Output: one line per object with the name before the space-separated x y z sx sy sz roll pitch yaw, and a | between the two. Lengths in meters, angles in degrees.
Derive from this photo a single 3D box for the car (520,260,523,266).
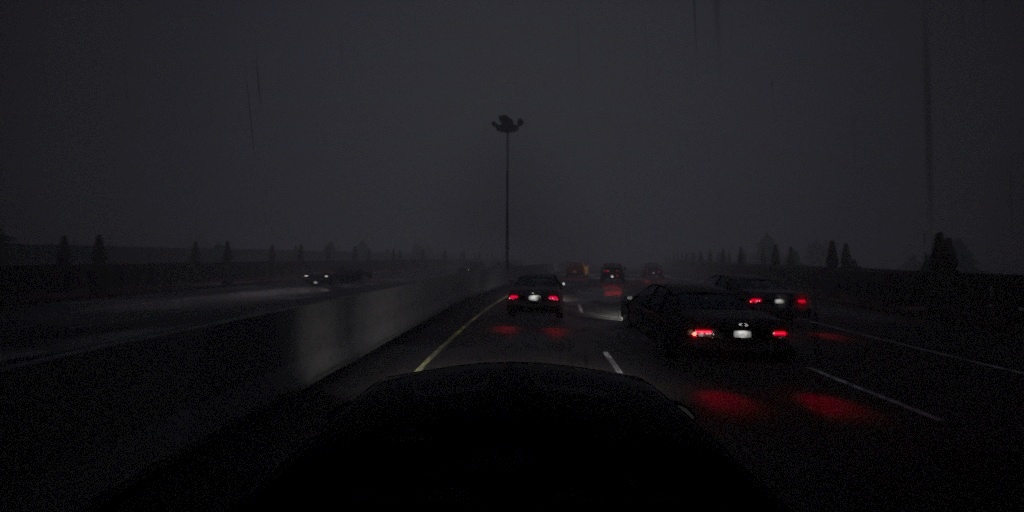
car | 0.580 1.323 63.602 1.837 1.490 4.892 0 0 18

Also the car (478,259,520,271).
car | -1.175 1.260 35.254 2.128 1.511 4.902 0 0 17

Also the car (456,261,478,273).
car | -4.093 1.261 37.641 1.837 1.490 4.892 0 0 18

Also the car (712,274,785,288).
car | 7.934 1.343 12.665 2.033 1.411 5.357 0 0 8

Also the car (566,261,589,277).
car | 6.582 1.283 35.838 1.882 1.535 5.008 0 0 17

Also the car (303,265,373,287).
car | -11.498 1.312 24.001 1.895 1.301 4.718 0 0 13

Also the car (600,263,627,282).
car | 8.312 1.314 29.582 1.837 1.490 4.892 0 0 17

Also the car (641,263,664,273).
car | 13.705 1.365 35.214 1.812 1.442 4.674 0 0 17

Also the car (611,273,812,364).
car | 3.945 1.321 8.322 2.033 1.411 5.357 0 0 5

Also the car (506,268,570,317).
car | 0.963 1.310 13.234 2.033 1.411 5.357 0 0 8
